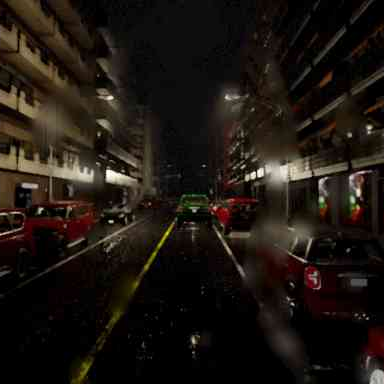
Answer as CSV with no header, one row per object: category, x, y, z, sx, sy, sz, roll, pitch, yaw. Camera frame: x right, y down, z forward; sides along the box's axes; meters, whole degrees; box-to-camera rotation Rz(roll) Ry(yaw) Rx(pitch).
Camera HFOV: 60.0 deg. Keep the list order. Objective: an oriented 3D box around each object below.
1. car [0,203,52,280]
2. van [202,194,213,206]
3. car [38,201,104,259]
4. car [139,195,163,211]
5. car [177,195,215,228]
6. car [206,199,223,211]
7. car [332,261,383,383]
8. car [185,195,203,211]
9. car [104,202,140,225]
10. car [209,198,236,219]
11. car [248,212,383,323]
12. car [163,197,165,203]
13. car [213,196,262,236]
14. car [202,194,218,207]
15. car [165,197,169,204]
car,-5.276,1.307,7.199,2.192,1.841,5.009,1,0,0
van,2.672,1.349,56.904,1.690,1.788,3.998,1,0,0
car,-5.265,1.302,12.729,2.192,1.841,5.009,1,0,0
car,-5.207,1.301,40.381,2.192,1.841,5.009,1,0,0
car,0.148,1.202,22.338,2.150,2.045,5.566,0,0,0
car,2.633,1.567,40.310,1.802,1.307,4.206,1,0,0
car,2.587,1.543,1.590,1.887,1.381,4.507,1,0,0
car,0.187,1.338,40.995,2.097,1.767,4.553,0,0,0
car,-5.248,1.546,23.792,1.947,1.339,4.313,1,0,0
car,2.613,1.420,29.247,1.967,1.590,4.097,1,0,0
car,2.608,1.432,7.122,1.967,1.590,4.097,1,0,0
car,-5.201,1.536,45.913,1.887,1.381,4.507,1,0,0
car,2.593,1.297,18.184,2.192,1.841,5.009,1,0,0
car,2.662,1.314,51.373,2.192,1.841,5.009,1,0,0
car,-5.167,1.602,62.507,1.802,1.307,4.206,1,0,0
